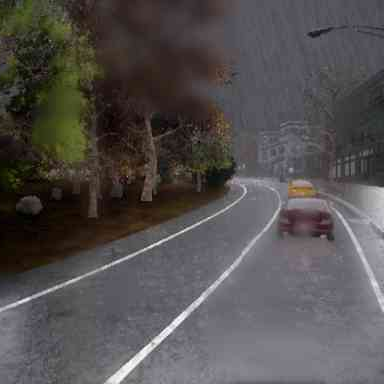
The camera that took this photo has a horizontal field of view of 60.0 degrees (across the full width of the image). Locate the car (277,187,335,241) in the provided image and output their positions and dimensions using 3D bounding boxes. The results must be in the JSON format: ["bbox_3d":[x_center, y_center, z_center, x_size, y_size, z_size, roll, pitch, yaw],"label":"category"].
[{"bbox_3d":[4.553,0.830,13.228,1.882,1.535,5.008,0,4,20],"label":"car"}]

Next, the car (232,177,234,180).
[{"bbox_3d":[7.885,-3.450,73.627,1.882,1.535,5.008,1,4,-7],"label":"car"}]

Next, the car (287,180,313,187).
[{"bbox_3d":[9.038,-0.238,27.766,1.882,1.535,5.008,0,4,14],"label":"car"}]
